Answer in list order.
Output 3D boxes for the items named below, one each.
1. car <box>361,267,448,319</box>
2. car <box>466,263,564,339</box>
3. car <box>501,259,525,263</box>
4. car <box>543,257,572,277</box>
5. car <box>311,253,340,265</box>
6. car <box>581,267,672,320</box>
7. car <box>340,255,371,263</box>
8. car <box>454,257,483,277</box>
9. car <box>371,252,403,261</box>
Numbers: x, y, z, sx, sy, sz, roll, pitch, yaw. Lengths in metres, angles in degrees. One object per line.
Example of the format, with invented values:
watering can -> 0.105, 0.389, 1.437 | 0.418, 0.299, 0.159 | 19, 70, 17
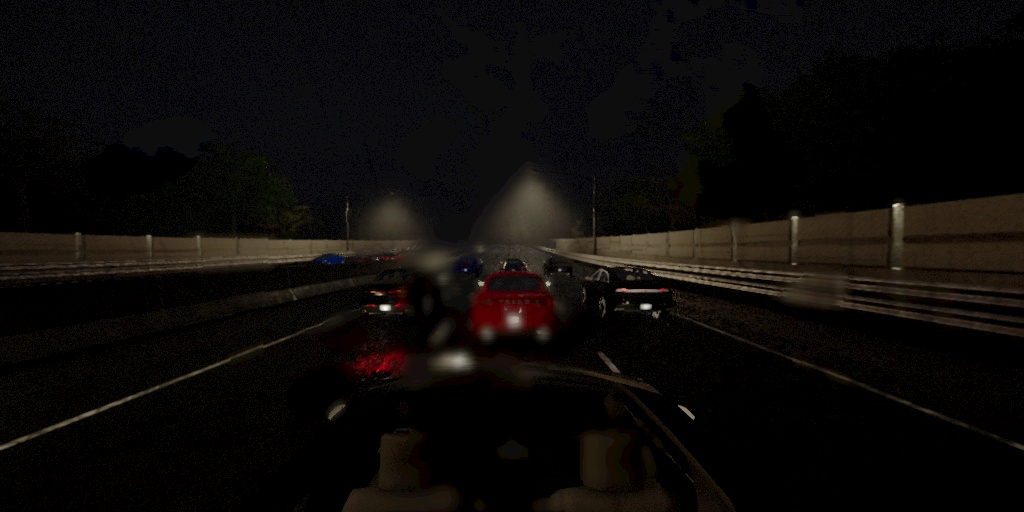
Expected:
car -> -3.414, 1.119, 12.103 | 1.837, 1.490, 4.892 | 0, 1, 0
car -> 0.077, 1.122, 9.757 | 1.882, 1.535, 5.008 | 0, 1, 0
car -> 0.090, 0.924, 27.716 | 1.994, 1.385, 4.181 | 0, 1, 0
car -> 3.592, 0.815, 28.750 | 1.882, 1.535, 5.008 | 0, 1, 0
car -> -21.083, 0.473, 41.289 | 1.882, 1.535, 5.008 | 0, 2, 0
car -> 3.586, 1.107, 11.985 | 2.128, 1.511, 4.902 | 0, 1, 0
car -> -17.583, 0.558, 41.353 | 1.994, 1.385, 4.181 | 0, 2, 0
car -> -3.408, 0.814, 28.763 | 1.882, 1.535, 5.008 | 0, 1, 0
car -> -14.083, 0.343, 41.425 | 2.097, 1.767, 4.553 | 0, 2, 0
